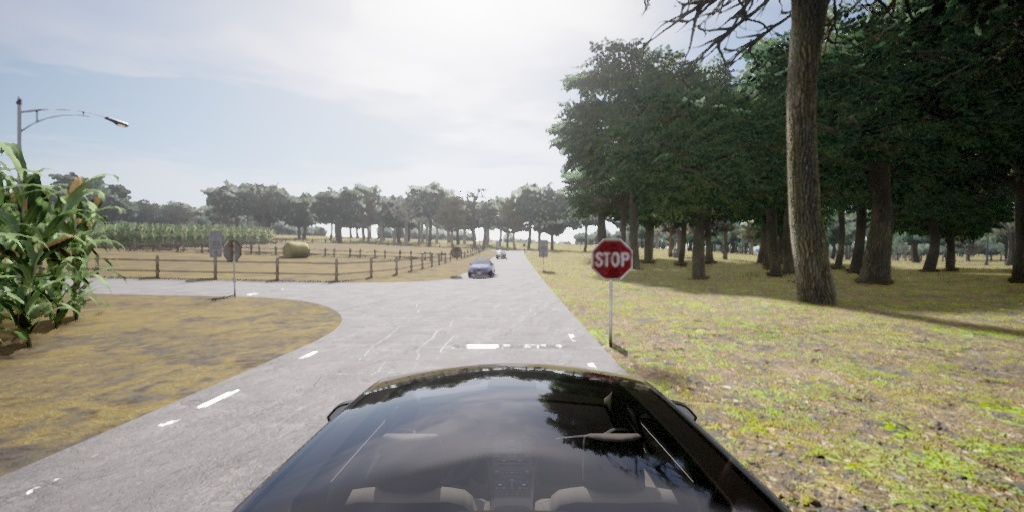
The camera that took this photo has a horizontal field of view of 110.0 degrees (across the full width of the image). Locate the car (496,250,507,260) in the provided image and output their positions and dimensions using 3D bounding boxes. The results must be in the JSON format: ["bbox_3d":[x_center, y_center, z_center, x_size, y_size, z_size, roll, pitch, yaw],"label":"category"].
[{"bbox_3d":[-1.919,-0.248,63.625,2.128,1.511,4.902,0,2,1],"label":"car"}]

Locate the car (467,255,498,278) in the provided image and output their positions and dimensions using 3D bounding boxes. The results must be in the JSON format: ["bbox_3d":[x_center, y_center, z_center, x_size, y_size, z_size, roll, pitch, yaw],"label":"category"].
[{"bbox_3d":[-2.387,0.900,28.718,1.812,1.442,4.674,0,2,1],"label":"car"}]
